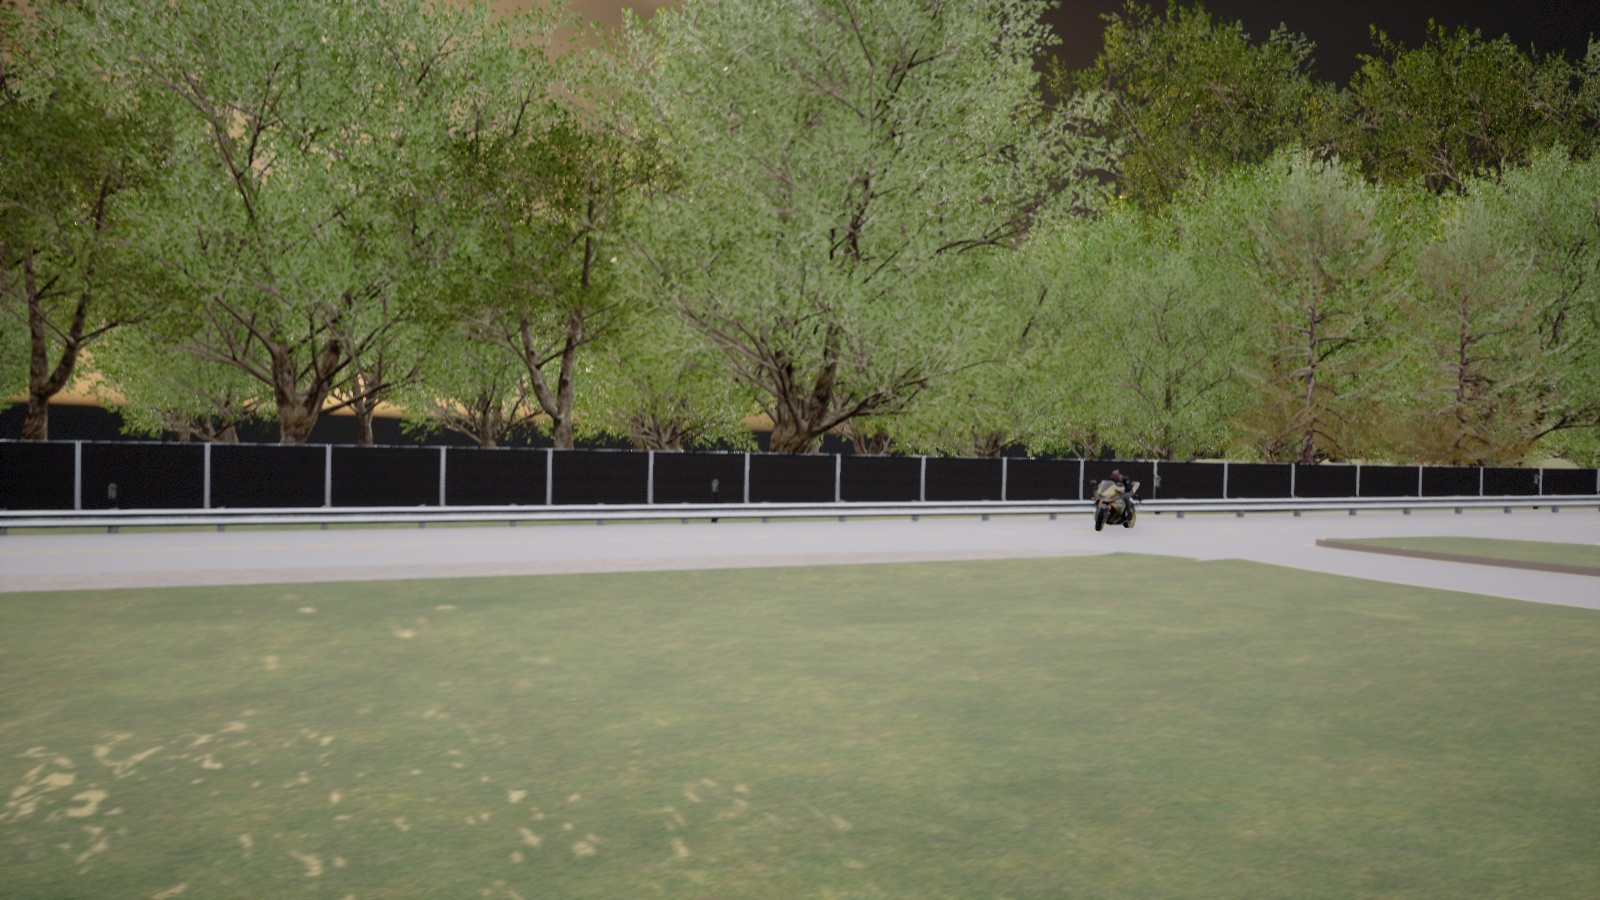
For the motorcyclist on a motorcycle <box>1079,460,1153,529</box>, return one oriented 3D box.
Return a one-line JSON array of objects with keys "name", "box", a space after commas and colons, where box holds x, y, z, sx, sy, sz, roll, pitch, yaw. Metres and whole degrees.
[{"name": "motorcyclist on a motorcycle", "box": [7.727, 1.047, 30.651, 0.866, 1.530, 2.191, 4, 4, 38]}]
